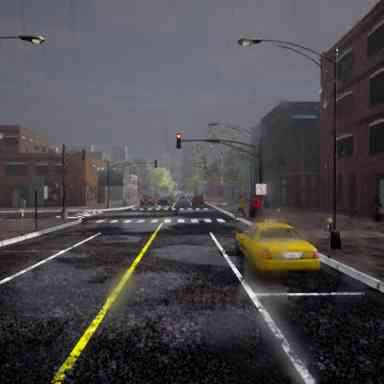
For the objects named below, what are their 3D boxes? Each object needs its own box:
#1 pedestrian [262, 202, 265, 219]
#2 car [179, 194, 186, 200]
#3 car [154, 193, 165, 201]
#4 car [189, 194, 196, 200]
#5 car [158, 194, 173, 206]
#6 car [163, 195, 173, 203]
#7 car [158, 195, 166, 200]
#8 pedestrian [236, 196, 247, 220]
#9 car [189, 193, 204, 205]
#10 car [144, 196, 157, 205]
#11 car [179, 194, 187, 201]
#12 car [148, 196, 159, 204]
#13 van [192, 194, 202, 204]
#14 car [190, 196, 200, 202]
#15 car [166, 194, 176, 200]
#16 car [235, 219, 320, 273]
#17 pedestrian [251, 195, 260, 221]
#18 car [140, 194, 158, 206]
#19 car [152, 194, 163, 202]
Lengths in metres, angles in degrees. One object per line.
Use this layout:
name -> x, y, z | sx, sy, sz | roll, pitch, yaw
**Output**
pedestrian -> 4.980, 1.135, 24.629 | 0.375, 1.860, 0.375 | -1, 1, -2
car -> -2.461, 1.347, 90.225 | 1.882, 1.535, 5.008 | 0, 0, -2
car -> -7.916, 1.290, 81.388 | 2.192, 1.841, 5.009 | -1, 0, -2
car -> 0.159, 1.411, 92.701 | 1.967, 1.590, 4.097 | -1, 0, -2
car -> -4.577, 1.548, 54.768 | 1.994, 1.385, 4.181 | 0, 0, -1
car -> -4.896, 1.458, 69.484 | 1.882, 1.535, 5.008 | 0, 0, -2
car -> -8.217, 1.516, 92.472 | 1.887, 1.381, 4.507 | -1, 0, -2
pedestrian -> 3.709, 1.159, 25.049 | 0.375, 1.860, 0.375 | -1, 1, -2
car -> 1.067, 1.298, 59.450 | 2.192, 1.841, 5.009 | -1, 0, -2
car -> -7.308, 1.528, 59.220 | 1.887, 1.381, 4.507 | -1, 0, -2
car -> -2.178, 1.497, 79.813 | 2.128, 1.511, 4.902 | 0, 0, -2
car -> -7.460, 1.563, 64.763 | 1.802, 1.307, 4.206 | -1, 0, -2
van -> 0.916, 1.322, 64.992 | 1.690, 1.788, 3.998 | -1, 0, -2
car -> 0.615, 1.528, 76.076 | 2.008, 1.369, 4.403 | -1, 0, -2
car -> -5.313, 1.256, 84.745 | 2.128, 1.511, 4.902 | 0, 0, -2
car -> 2.408, 1.523, 10.500 | 1.752, 1.417, 4.829 | -1, 0, -2
pedestrian -> 4.569, 1.136, 23.728 | 0.375, 1.860, 0.375 | -1, 1, -2
car -> -7.158, 1.300, 53.679 | 2.192, 1.841, 5.009 | -1, 0, -2
car -> -7.766, 1.292, 75.847 | 2.192, 1.841, 5.009 | -1, 0, -2
